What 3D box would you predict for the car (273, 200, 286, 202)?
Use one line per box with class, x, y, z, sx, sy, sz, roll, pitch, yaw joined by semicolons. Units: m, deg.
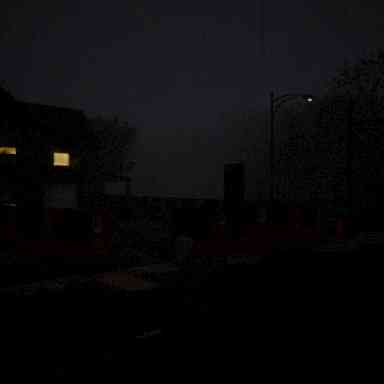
car;7.662;1.454;29.035;1.812;1.442;4.674;0;0;-36
